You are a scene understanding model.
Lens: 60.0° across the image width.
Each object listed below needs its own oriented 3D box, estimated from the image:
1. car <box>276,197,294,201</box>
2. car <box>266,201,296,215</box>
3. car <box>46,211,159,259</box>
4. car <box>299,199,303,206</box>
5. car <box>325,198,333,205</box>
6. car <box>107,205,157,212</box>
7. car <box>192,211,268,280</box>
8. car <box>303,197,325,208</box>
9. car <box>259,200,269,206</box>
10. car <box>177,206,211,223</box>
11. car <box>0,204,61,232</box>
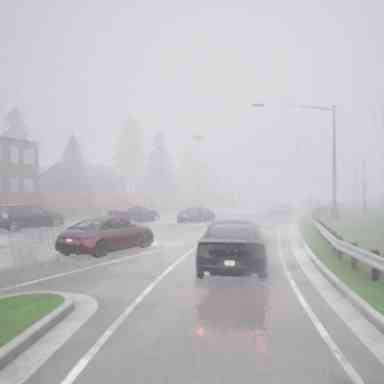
[{"bbox_3d":[19.503,2.037,70.763,2.150,2.045,5.566,0,-1,28],"label":"car"},{"bbox_3d":[10.679,2.056,39.543,1.895,1.301,4.718,0,-1,28],"label":"car"},{"bbox_3d":[-3.382,1.704,13.524,1.994,1.385,4.181,0,-1,28],"label":"car"},{"bbox_3d":[25.765,2.352,75.033,1.882,1.535,5.008,0,-1,28],"label":"car"},{"bbox_3d":[34.473,2.344,83.790,2.097,1.767,4.553,0,-1,28],"label":"car"},{"bbox_3d":[-4.507,1.752,26.159,1.882,1.535,5.008,0,-1,28],"label":"car"},{"bbox_3d":[1.310,1.596,10.485,1.882,1.535,5.008,0,-1,9],"label":"car"},{"bbox_3d":[22.936,1.951,62.228,2.150,2.045,5.566,0,-1,28],"label":"car"},{"bbox_3d":[15.905,2.368,71.463,1.994,1.385,4.181,0,-1,28],"label":"car"},{"bbox_3d":[0.467,1.870,28.000,1.994,1.385,4.181,0,-1,28],"label":"car"},{"bbox_3d":[-10.780,1.566,21.915,2.097,1.767,4.553,0,-1,28],"label":"car"}]
